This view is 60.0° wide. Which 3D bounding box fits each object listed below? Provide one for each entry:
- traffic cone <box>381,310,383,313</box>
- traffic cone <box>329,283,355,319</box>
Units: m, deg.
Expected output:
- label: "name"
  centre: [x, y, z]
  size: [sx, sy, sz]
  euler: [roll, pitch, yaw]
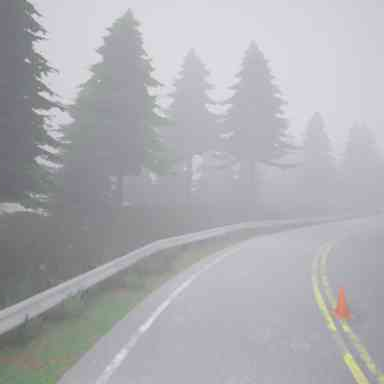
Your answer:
- label: "traffic cone"
  centre: [3.793, 2.005, 6.227]
  size: [0.340, 0.580, 0.340]
  euler: [0, 1, -2]
- label: "traffic cone"
  centre: [2.797, 2.001, 6.196]
  size: [0.340, 0.580, 0.340]
  euler: [0, 1, -2]
